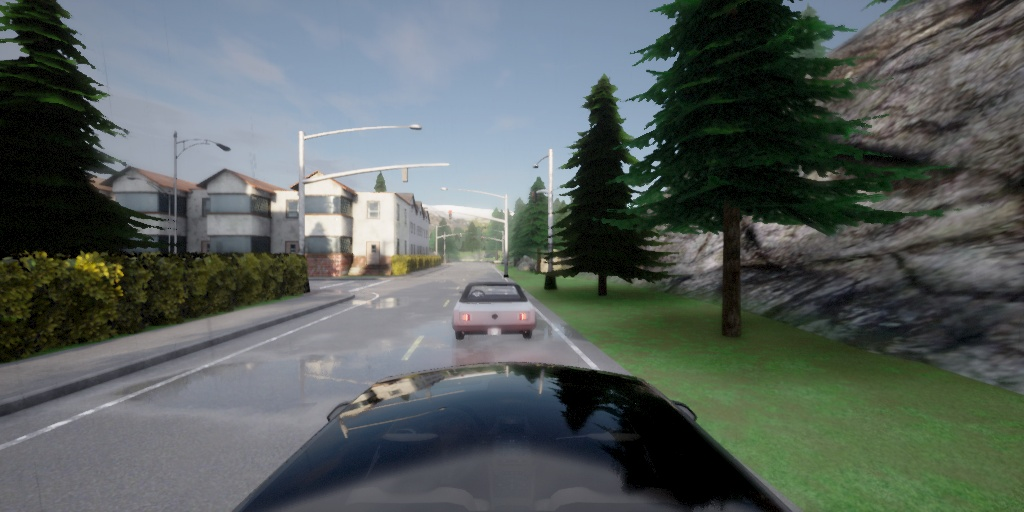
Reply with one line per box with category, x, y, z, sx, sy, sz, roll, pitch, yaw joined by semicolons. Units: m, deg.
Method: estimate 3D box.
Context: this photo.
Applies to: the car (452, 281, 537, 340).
car;-0.533;1.348;9.979;1.895;1.301;4.718;0;0;-4
